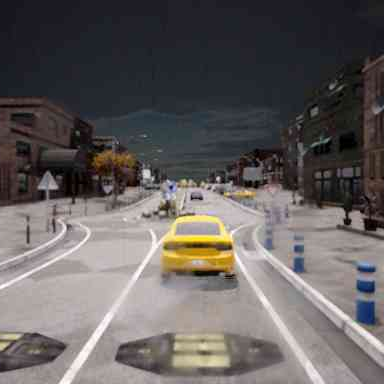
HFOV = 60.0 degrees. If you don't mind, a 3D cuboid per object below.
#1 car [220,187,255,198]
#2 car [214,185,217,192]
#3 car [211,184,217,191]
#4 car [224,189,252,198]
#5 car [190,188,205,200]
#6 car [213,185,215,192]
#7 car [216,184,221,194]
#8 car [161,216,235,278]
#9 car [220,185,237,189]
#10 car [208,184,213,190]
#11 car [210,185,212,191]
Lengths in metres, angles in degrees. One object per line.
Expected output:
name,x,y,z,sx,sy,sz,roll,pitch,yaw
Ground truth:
car,8.044,0.351,56.837,5.366,1.575,1.946,0,2,-1
car,8.050,-0.250,73.363,4.892,1.521,2.231,0,2,-1
car,7.958,-0.505,81.627,5.008,1.535,2.097,0,2,-1
car,8.202,0.284,59.596,4.674,1.452,2.002,0,2,-1
car,0.719,0.515,54.905,1.994,1.385,4.181,0,2,-1
car,8.020,-0.338,76.118,4.892,1.521,2.231,0,2,-1
car,8.166,-0.216,65.092,5.566,2.045,2.435,0,2,-1
car,0.182,1.472,10.159,1.882,1.535,5.008,0,0,1
car,8.136,0.012,62.342,4.553,1.767,2.185,0,2,-1
car,7.831,-0.977,89.888,5.566,2.045,2.435,0,1,-1
car,7.893,-0.615,87.137,4.674,1.452,2.002,0,1,-1
